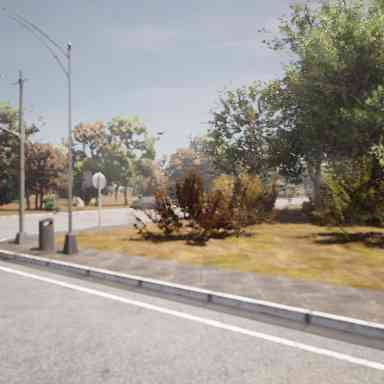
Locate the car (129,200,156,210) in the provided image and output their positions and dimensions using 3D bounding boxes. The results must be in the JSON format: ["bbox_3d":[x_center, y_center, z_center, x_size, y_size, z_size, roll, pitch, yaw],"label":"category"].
[{"bbox_3d":[-6.264,1.766,45.920,2.033,1.411,5.357,0,0,32],"label":"car"}]
